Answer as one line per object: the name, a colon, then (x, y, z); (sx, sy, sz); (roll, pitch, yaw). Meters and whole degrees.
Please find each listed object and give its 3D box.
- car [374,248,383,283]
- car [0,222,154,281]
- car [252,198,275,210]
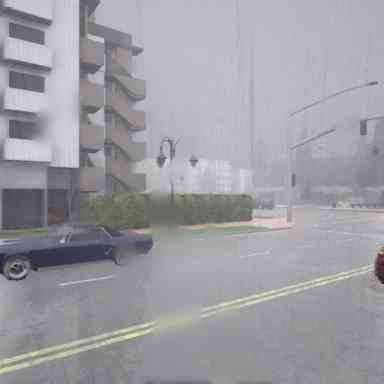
car: (6.428, 1.564, 8.357); (4.181, 1.385, 1.994); (0, 0, -36)
car: (-3.646, 1.601, 9.967); (4.718, 1.301, 1.895); (0, 0, -35)
car: (8.226, 1.505, 42.047); (1.837, 1.490, 4.892); (0, 0, -36)
